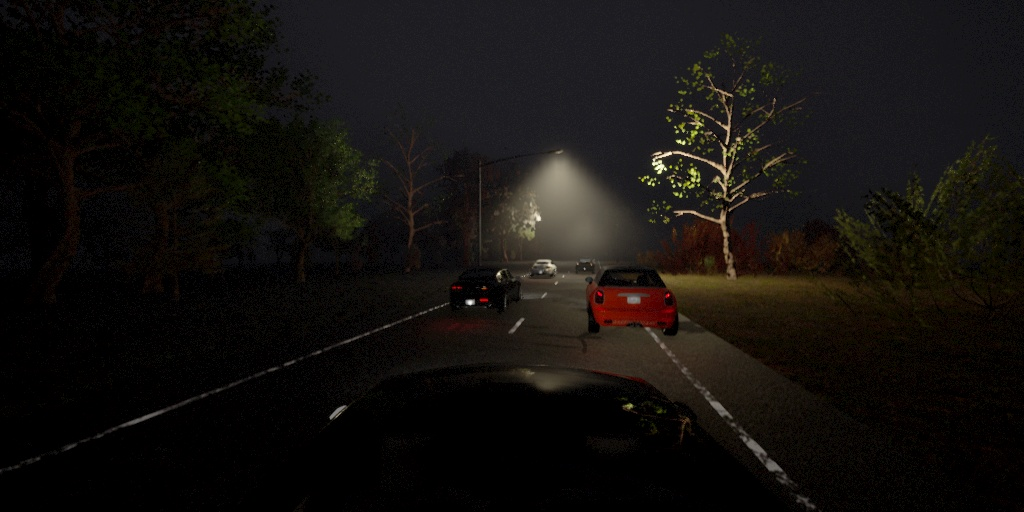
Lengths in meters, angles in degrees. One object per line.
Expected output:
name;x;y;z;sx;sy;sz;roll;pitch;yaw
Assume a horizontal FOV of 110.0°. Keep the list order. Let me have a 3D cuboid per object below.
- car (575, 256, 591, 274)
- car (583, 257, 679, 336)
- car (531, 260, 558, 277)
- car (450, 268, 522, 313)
car;7.533;0.992;36.731;2.128;1.511;4.902;0;0;13
car;3.263;1.038;10.506;2.097;1.767;4.553;0;0;11
car;2.828;1.065;31.381;1.812;1.442;4.674;0;0;12
car;-0.833;1.170;13.581;1.837;1.490;4.892;0;0;11
